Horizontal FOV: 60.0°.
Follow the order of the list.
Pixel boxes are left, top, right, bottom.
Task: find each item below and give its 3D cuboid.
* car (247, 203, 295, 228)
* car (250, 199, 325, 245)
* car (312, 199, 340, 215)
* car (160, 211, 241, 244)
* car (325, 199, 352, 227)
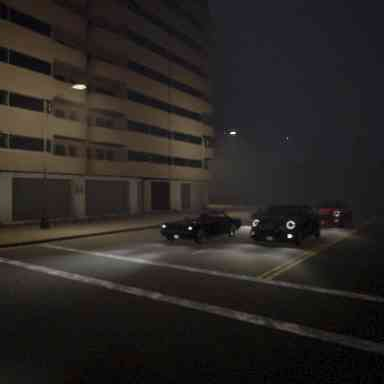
[{"bbox_3d":[5.679,1.576,23.534,1.994,1.385,4.181,0,0,34],"label":"car"},{"bbox_3d":[4.514,1.359,15.746,2.097,1.767,4.553,0,0,35],"label":"car"},{"bbox_3d":[14.709,1.560,36.292,1.837,1.490,4.892,0,0,35],"label":"car"},{"bbox_3d":[0.558,1.612,16.196,1.895,1.301,4.718,0,0,35],"label":"car"},{"bbox_3d":[9.554,1.360,22.949,2.097,1.767,4.553,0,0,35],"label":"car"}]
